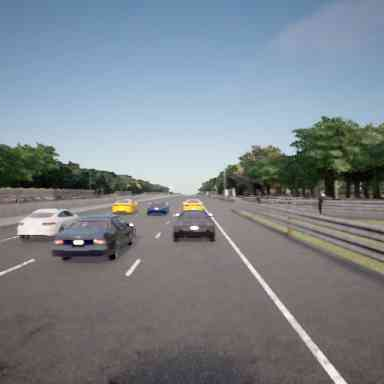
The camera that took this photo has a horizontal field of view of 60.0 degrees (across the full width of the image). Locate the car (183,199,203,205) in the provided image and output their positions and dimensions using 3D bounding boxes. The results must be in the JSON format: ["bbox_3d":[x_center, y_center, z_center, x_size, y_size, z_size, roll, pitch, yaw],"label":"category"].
[{"bbox_3d":[0.109,1.484,34.627,1.882,1.535,5.008,0,0,0],"label":"car"}]

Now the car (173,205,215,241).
[{"bbox_3d":[0.104,1.566,16.783,1.994,1.385,4.181,0,0,0],"label":"car"}]

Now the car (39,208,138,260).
[{"bbox_3d":[-3.397,1.550,12.461,2.033,1.411,5.357,0,0,0],"label":"car"}]

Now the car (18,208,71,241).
[{"bbox_3d":[-6.896,1.528,16.626,1.812,1.442,4.674,0,0,0],"label":"car"}]

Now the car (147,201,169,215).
[{"bbox_3d":[-3.392,1.570,33.876,1.994,1.385,4.181,0,0,0],"label":"car"}]

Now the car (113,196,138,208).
[{"bbox_3d":[-6.892,1.484,34.808,1.882,1.535,5.008,0,0,0],"label":"car"}]

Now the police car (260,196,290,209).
[{"bbox_3d":[10.805,1.286,43.775,1.930,1.638,5.238,0,0,-19],"label":"police car"}]
